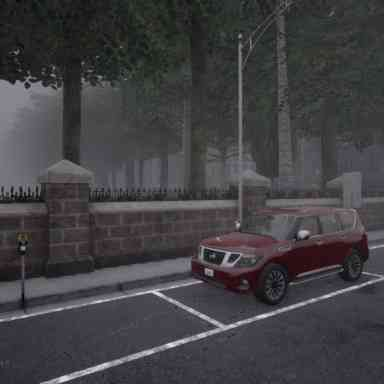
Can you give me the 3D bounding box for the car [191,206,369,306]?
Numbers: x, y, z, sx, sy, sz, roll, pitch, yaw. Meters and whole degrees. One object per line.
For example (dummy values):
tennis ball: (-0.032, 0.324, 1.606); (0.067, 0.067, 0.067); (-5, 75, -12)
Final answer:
car: (2.393, 1.314, 8.238); (5.009, 1.841, 2.192); (0, 0, -35)
